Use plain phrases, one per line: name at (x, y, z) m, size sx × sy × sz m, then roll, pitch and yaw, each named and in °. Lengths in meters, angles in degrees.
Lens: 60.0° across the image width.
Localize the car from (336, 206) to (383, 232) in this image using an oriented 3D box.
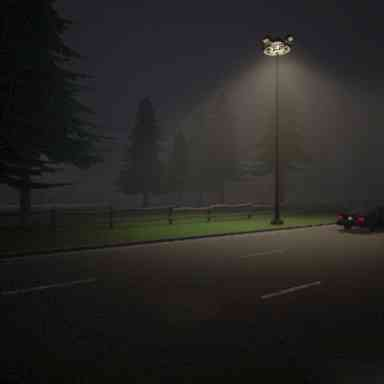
car at (11.014, 1.552, 20.276) m, size 5.357 × 1.411 × 2.033 m, roll 0°, pitch 0°, yaw -35°
